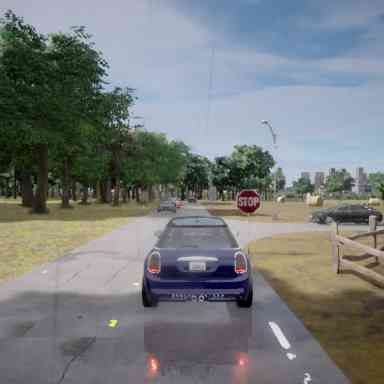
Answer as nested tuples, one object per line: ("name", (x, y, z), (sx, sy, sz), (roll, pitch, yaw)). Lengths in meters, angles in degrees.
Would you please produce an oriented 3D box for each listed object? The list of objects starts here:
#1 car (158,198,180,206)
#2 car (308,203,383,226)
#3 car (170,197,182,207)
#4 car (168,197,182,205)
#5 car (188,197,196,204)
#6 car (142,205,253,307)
("car", (-2.813, 1.656, 38.293), (1.994, 1.385, 4.181), (0, 0, 1))
("car", (10.778, 1.591, 23.527), (4.892, 1.490, 1.837), (0, -2, -1))
("car", (-2.783, 1.738, 58.658), (1.837, 1.490, 4.892), (0, 0, 0))
("car", (-2.808, 1.509, 48.287), (2.097, 1.767, 4.553), (0, 0, 0))
("car", (0.043, 1.922, 77.921), (1.837, 1.490, 4.892), (0, -1, 0))
("car", (0.104, 1.360, 8.135), (2.097, 1.767, 4.553), (0, 0, 0))
